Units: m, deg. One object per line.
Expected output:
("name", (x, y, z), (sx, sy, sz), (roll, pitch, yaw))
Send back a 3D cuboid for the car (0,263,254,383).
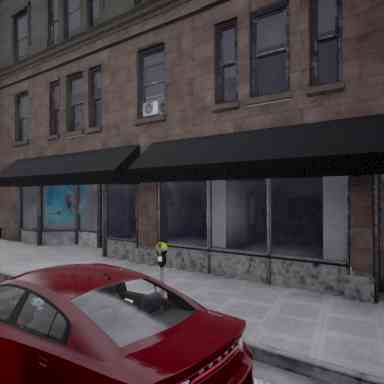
("car", (-1.519, 1.545, 3.932), (4.507, 1.381, 1.887), (0, 0, 35))
